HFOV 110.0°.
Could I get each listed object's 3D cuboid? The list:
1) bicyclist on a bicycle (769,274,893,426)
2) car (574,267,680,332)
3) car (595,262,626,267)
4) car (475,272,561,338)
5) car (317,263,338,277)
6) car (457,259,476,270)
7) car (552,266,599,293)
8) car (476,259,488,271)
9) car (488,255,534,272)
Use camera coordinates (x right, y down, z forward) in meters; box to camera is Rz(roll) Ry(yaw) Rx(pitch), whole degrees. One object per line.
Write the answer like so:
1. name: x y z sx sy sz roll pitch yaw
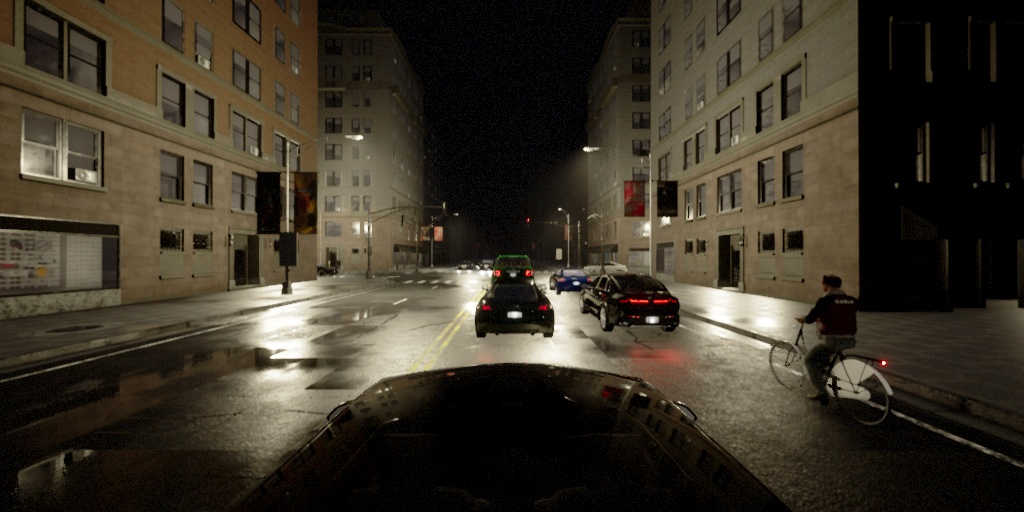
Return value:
1. bicyclist on a bicycle: 4.133 1.123 4.841 0.659 1.776 1.843 0 0 0
2. car: 3.317 1.261 10.903 1.837 1.490 4.892 0 0 0
3. car: 9.681 1.336 37.557 4.674 1.442 1.812 0 0 -4
4. car: 0.070 1.319 10.229 1.994 1.385 4.181 0 0 0
5. car: -19.252 1.315 34.900 4.181 1.385 1.994 0 0 0
6. car: -6.750 1.318 52.435 1.812 1.442 4.674 0 0 0
7. car: 3.192 1.327 19.798 1.994 1.385 4.181 0 0 0
8. car: -3.499 1.283 51.186 2.128 1.511 4.902 0 0 0
9. car: 0.042 0.984 19.642 2.150 2.045 5.566 0 0 0
